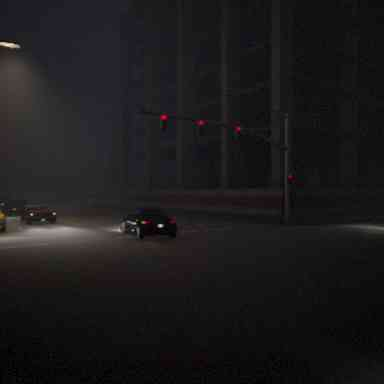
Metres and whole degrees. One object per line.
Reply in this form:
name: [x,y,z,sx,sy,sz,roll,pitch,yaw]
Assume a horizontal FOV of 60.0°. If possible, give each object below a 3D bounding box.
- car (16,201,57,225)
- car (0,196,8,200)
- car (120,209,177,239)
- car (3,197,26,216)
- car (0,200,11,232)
car: [-11.408,1.595,24.536,1.895,1.301,4.718,0,0,-35]
car: [-23.629,1.348,42.028,2.097,1.767,4.553,0,0,-35]
car: [-2.350,1.555,17.450,1.994,1.385,4.181,0,0,-25]
car: [-16.987,1.500,32.509,1.837,1.490,4.892,0,0,-35]
car: [-12.196,1.476,19.584,1.882,1.535,5.008,0,0,-35]
